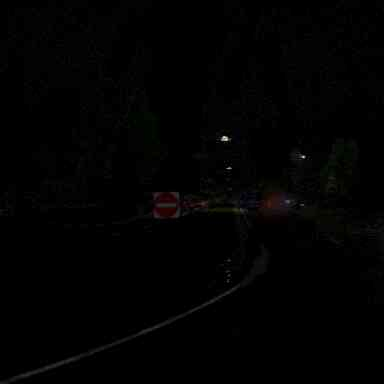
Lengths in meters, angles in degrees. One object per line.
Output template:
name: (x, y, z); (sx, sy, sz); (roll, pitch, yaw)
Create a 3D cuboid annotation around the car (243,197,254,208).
car: (10.898, 1.914, 63.111); (2.150, 2.045, 5.566); (-1, -1, 7)

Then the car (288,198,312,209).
car: (16.631, 1.986, 51.638); (1.895, 1.301, 4.718); (-1, -1, 7)

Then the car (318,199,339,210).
car: (19.755, 1.740, 48.410); (1.882, 1.535, 5.008); (-1, -1, 7)

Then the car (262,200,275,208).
car: (14.442, 2.174, 63.242); (1.994, 1.385, 4.181); (-1, -1, 7)

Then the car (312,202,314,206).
car: (21.389, 2.034, 62.446); (1.895, 1.301, 4.718); (-1, -1, 7)

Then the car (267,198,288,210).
car: (13.054, 1.942, 51.234); (1.882, 1.535, 5.008); (-1, -1, 7)

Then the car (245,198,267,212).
car: (9.174, 2.061, 48.348); (2.033, 1.411, 5.357); (-1, -1, 7)
